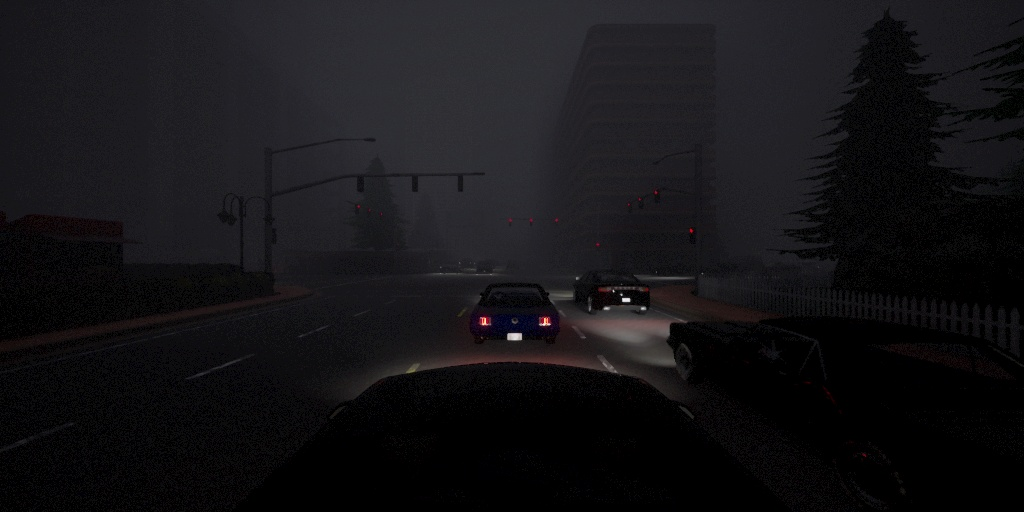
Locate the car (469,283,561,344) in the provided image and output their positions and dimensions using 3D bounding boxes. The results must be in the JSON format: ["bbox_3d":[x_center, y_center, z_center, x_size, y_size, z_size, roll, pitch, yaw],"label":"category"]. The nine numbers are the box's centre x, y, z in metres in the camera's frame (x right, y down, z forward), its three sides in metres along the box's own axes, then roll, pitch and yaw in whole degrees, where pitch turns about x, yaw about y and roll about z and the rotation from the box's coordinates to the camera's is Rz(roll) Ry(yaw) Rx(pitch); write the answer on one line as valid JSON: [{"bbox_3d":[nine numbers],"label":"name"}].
[{"bbox_3d":[0.072,1.351,9.500,1.895,1.301,4.718,0,0,0],"label":"car"}]

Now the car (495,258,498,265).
[{"bbox_3d":[-3.603,1.255,56.543,1.837,1.490,4.892,0,0,0],"label":"car"}]

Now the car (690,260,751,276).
[{"bbox_3d":[19.562,1.295,33.639,4.718,1.301,1.895,0,0,-18],"label":"car"}]

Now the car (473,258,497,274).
[{"bbox_3d":[-3.244,1.291,41.568,2.033,1.411,5.357,0,0,-6],"label":"car"}]

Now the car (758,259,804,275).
[{"bbox_3d":[28.222,1.295,37.577,4.718,1.301,1.895,0,0,-32],"label":"car"}]

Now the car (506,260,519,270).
[{"bbox_3d":[0.086,1.297,54.019,2.033,1.411,5.357,0,0,0],"label":"car"}]

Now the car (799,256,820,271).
[{"bbox_3d":[39.002,0.906,47.272,2.150,2.045,5.566,0,1,37],"label":"car"}]

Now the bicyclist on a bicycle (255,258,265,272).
[{"bbox_3d":[-27.897,0.996,39.744,0.582,1.620,1.656,0,0,0],"label":"bicyclist on a bicycle"}]

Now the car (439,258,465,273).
[{"bbox_3d":[-7.275,1.276,42.972,1.812,1.442,4.674,0,0,4],"label":"car"}]

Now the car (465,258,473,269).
[{"bbox_3d":[-7.102,1.102,56.678,2.097,1.767,4.553,0,0,0],"label":"car"}]

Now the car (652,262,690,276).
[{"bbox_3d":[16.580,1.295,36.488,4.718,1.301,1.895,0,0,-14],"label":"car"}]

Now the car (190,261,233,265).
[{"bbox_3d":[-22.557,1.242,24.301,5.357,1.411,2.033,0,0,0],"label":"car"}]

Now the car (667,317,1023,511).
[{"bbox_3d":[3.600,1.351,4.092,1.895,1.301,4.718,0,0,0],"label":"car"}]

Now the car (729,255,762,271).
[{"bbox_3d":[26.084,0.912,40.334,5.566,2.045,2.150,-1,0,-31],"label":"car"}]

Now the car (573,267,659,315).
[{"bbox_3d":[3.584,1.228,13.706,1.882,1.535,5.008,0,0,0],"label":"car"}]
